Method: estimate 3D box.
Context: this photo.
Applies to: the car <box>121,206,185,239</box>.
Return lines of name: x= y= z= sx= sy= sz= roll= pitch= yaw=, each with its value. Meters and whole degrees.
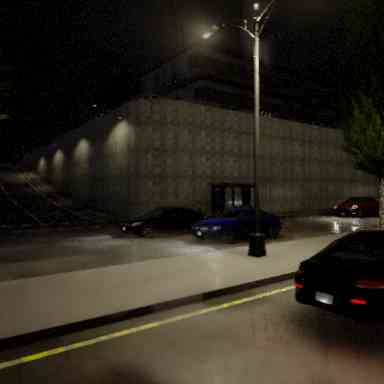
car: x=-1.332 y=1.464 z=17.167 sx=4.674 sy=1.442 sz=1.812 roll=0 pitch=0 yaw=-36

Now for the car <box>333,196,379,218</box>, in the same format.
car: x=13.974 y=1.179 z=28.086 sx=4.553 sy=1.767 sz=2.097 roll=0 pitch=0 yaw=-35

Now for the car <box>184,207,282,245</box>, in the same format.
car: x=2.203 y=1.459 z=15.393 sx=4.674 sy=1.442 sz=1.812 roll=0 pitch=0 yaw=-35

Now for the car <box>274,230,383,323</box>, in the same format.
car: x=3.951 y=1.482 z=6.565 sx=4.674 sy=1.442 sz=1.812 roll=0 pitch=0 yaw=-35
